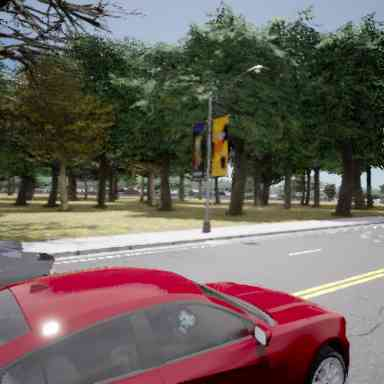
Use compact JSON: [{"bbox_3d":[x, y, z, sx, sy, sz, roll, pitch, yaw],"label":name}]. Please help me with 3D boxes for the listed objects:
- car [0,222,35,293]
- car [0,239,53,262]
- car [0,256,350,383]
[{"bbox_3d":[-6.445,1.545,7.073,5.357,1.411,2.033,0,0,-35],"label":"car"},{"bbox_3d":[-4.385,1.490,4.549,4.902,1.511,2.128,0,0,-35],"label":"car"},{"bbox_3d":[-0.517,1.480,3.070,5.008,1.535,1.882,0,0,-35],"label":"car"}]
